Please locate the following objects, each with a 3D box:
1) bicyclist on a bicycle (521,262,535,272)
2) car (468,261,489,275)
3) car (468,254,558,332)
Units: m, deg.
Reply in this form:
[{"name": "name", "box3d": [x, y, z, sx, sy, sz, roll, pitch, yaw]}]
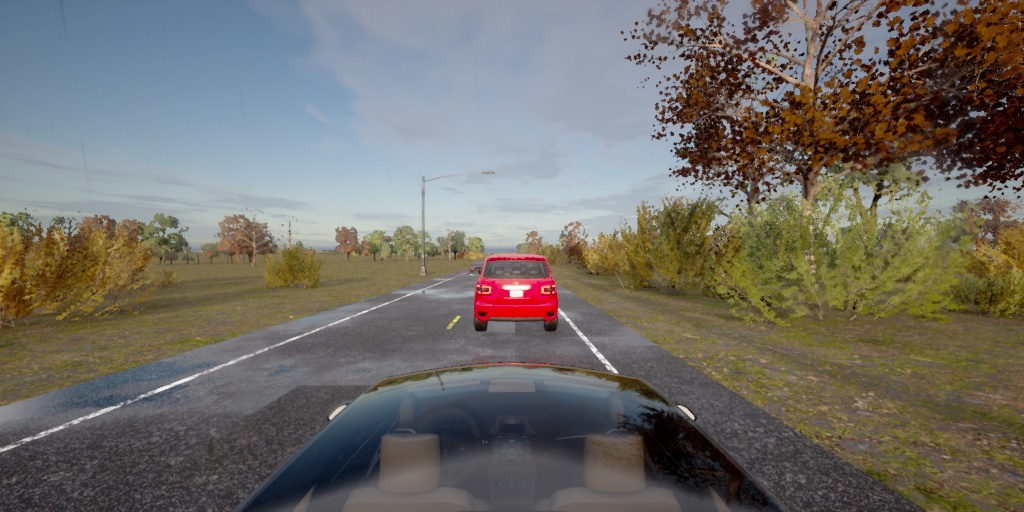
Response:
[{"name": "bicyclist on a bicycle", "box3d": [0.945, 1.113, 18.745, 0.659, 1.776, 1.843, 0, 0, 0]}, {"name": "car", "box3d": [-3.727, 1.298, 40.438, 1.994, 1.385, 4.181, 0, 0, 0]}, {"name": "car", "box3d": [0.093, 0.967, 11.039, 2.150, 2.045, 5.566, 0, 0, 0]}]
